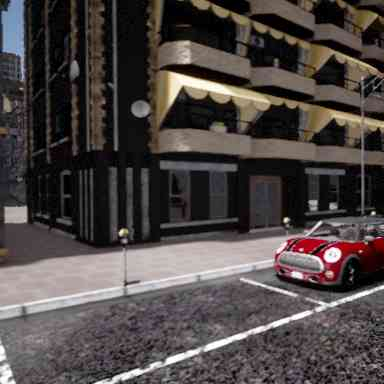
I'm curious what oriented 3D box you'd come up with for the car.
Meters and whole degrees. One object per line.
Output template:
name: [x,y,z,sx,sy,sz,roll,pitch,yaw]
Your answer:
car: [4.113,1.440,9.048,4.097,1.590,1.967,0,-1,-36]
